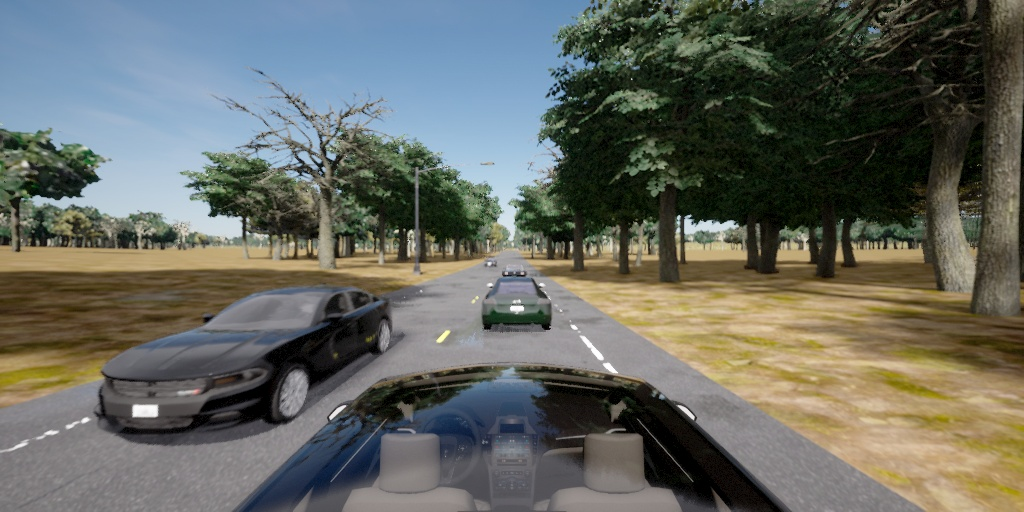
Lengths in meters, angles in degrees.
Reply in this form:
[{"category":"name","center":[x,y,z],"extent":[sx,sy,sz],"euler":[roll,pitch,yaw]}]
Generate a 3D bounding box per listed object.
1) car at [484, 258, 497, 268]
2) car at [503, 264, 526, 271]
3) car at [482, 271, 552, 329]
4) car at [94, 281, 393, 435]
[{"category":"car","center":[-3.345,1.020,56.284],"extent":[2.128,1.511,4.902],"euler":[0,1,1]},{"category":"car","center":[0.187,1.336,29.018],"extent":[1.895,1.301,4.718],"euler":[0,0,0]},{"category":"car","center":[0.131,1.348,11.470],"extent":[1.994,1.385,4.181],"euler":[0,0,0]},{"category":"car","center":[-3.586,1.251,6.013],"extent":[1.882,1.535,5.008],"euler":[0,0,0]}]
